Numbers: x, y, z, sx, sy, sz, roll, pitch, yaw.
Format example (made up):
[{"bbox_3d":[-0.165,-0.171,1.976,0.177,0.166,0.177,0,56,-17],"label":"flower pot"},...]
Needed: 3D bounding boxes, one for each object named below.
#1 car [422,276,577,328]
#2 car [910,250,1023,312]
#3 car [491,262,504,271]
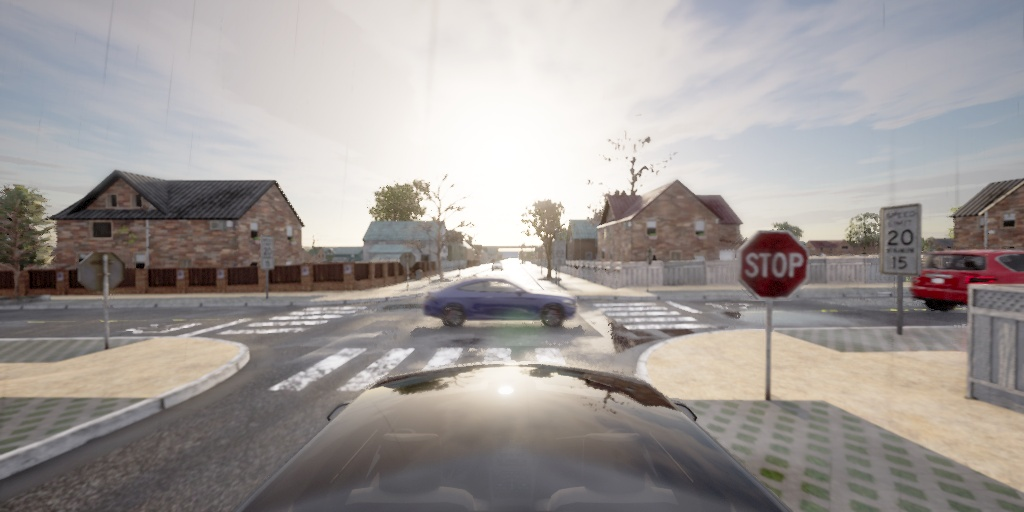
[{"bbox_3d":[-0.369,1.348,11.065,4.674,1.442,1.812,0,0,1],"label":"car"},{"bbox_3d":[15.650,0.806,10.887,5.566,2.045,2.150,-1,1,1],"label":"car"},{"bbox_3d":[-2.429,1.713,60.449,1.812,1.442,4.674,0,0,0],"label":"car"}]
